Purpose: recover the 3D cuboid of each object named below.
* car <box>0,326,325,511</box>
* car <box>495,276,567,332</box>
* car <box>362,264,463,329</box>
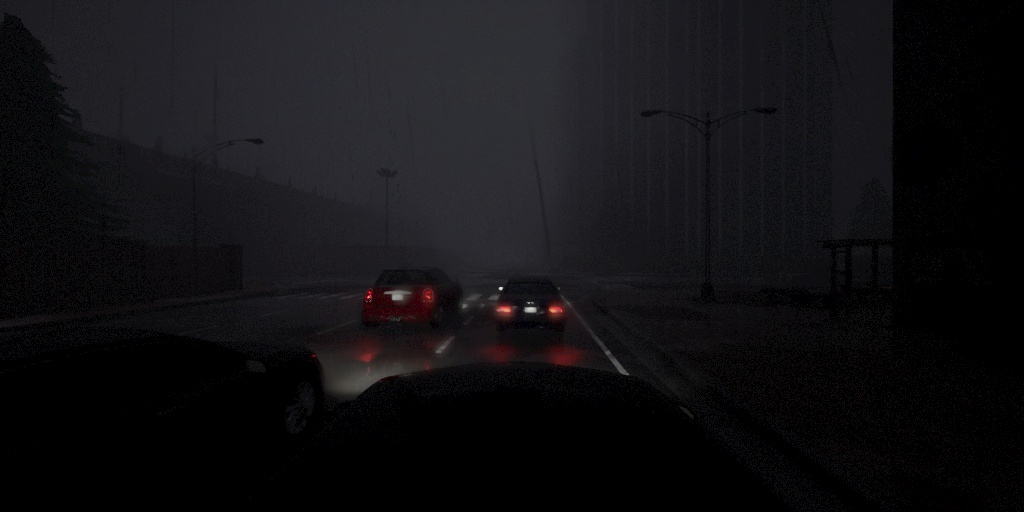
[{"bbox_3d":[-3.191,1.255,2.418,1.837,1.490,4.892,0,0,0],"label":"car"},{"bbox_3d":[0.534,1.296,10.820,2.033,1.411,5.357,0,0,2],"label":"car"},{"bbox_3d":[-2.908,1.101,11.475,2.097,1.767,4.553,0,0,2],"label":"car"}]
